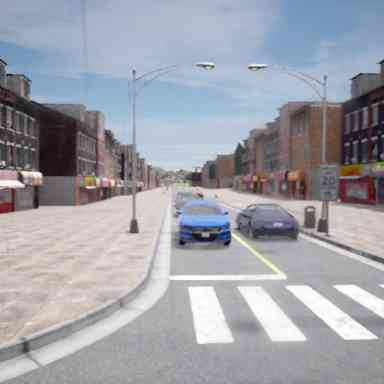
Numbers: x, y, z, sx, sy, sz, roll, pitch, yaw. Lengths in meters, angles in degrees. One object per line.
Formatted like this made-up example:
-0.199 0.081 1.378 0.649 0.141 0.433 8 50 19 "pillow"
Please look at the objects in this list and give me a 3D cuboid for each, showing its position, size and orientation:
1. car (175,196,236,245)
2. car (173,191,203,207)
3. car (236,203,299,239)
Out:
0.384 1.129 13.686 1.882 1.535 5.008 0 1 -2 "car"
-0.247 0.925 23.713 2.128 1.511 4.902 0 1 -4 "car"
3.247 1.204 15.057 1.994 1.385 4.181 0 1 -4 "car"
